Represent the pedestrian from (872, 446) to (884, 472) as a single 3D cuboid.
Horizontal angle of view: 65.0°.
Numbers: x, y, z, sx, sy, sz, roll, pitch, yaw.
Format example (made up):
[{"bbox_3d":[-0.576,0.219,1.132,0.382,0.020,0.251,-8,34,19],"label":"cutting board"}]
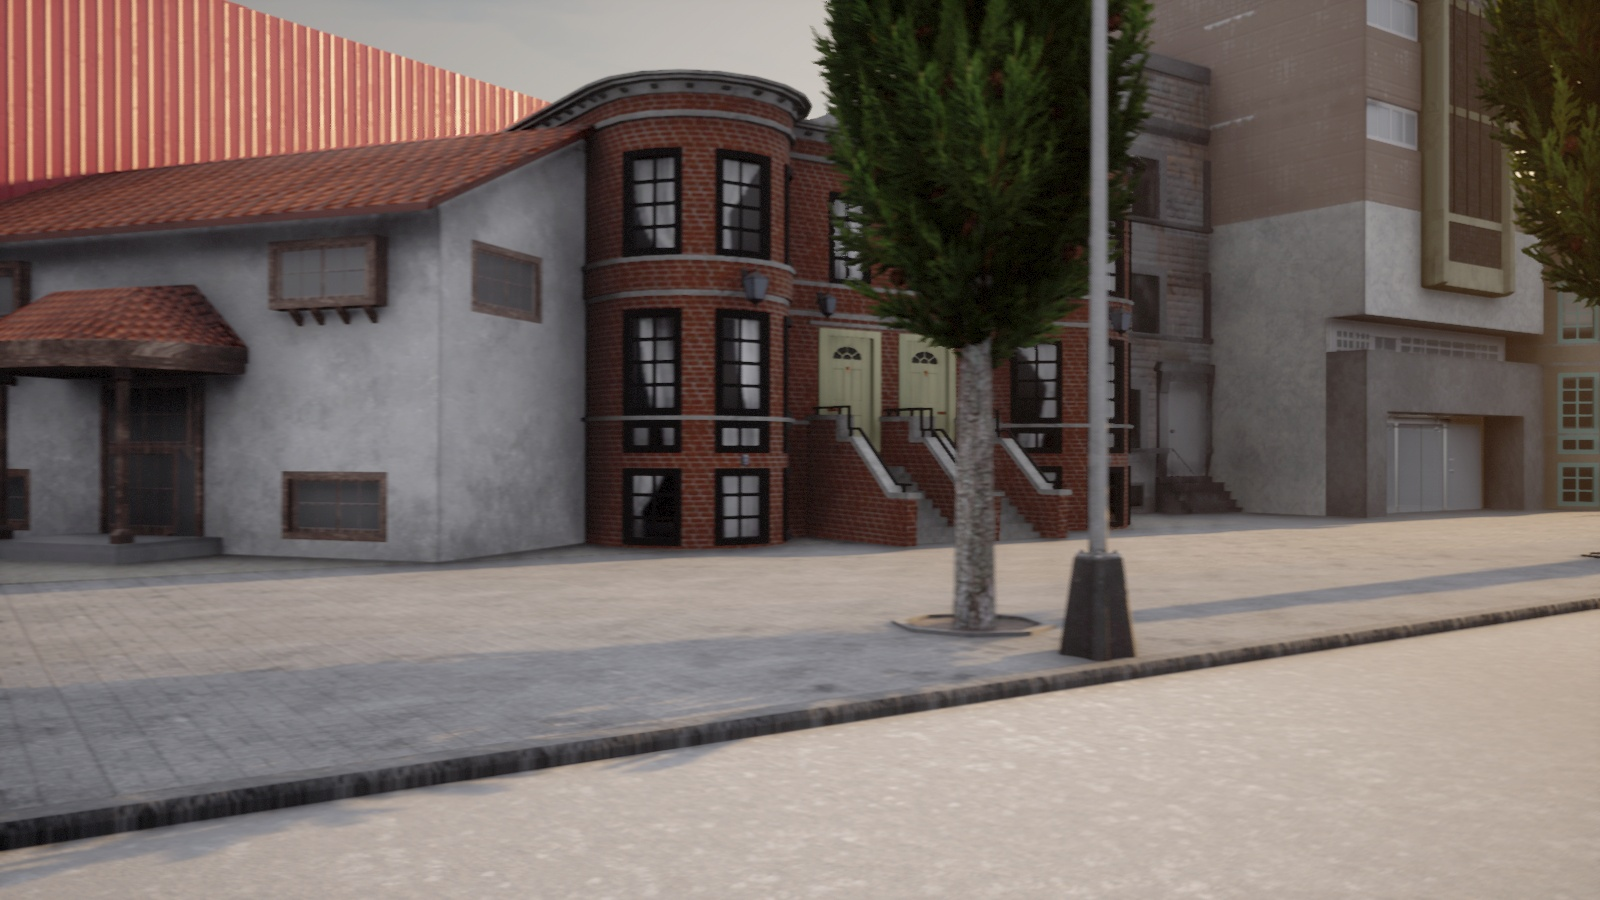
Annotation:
[{"bbox_3d":[5.503,0.657,88.727,0.328,1.805,0.869,0,0,-36],"label":"pedestrian"}]
